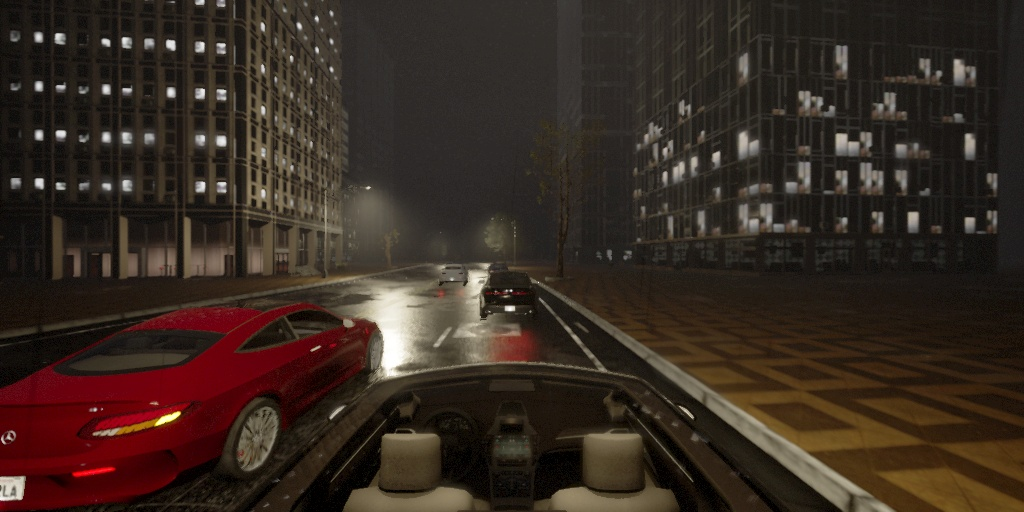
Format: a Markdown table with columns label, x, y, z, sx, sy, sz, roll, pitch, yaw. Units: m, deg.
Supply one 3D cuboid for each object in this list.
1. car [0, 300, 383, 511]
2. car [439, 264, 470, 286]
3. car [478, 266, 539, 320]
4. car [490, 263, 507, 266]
| label | x | y | z | sx | sy | sz | roll | pitch | yaw |
| --- | --- | --- | --- | --- | --- | --- | --- | --- | --- |
| car | -3.204 | 1.279 | 4.535 | 1.812 | 1.442 | 4.674 | 0 | 0 | 0 |
| car | -4.004 | 1.282 | 25.350 | 1.812 | 1.442 | 4.674 | 0 | 0 | -4 |
| car | -0.131 | 1.254 | 12.681 | 1.837 | 1.490 | 4.892 | 0 | 0 | -2 |
| car | -1.192 | 1.302 | 31.520 | 2.033 | 1.411 | 5.357 | 0 | 0 | -5 |
